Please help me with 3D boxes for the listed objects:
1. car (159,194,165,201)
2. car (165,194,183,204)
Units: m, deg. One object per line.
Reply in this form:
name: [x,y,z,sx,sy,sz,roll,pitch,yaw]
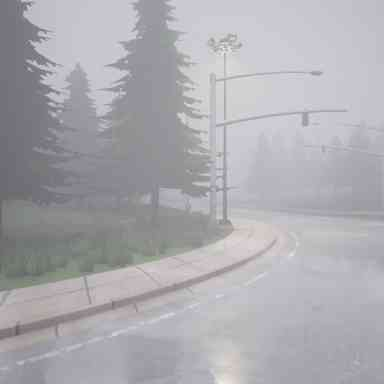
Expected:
car: [-7.009,1.186,75.146,2.150,2.045,5.566,0,0,-21]
car: [-3.147,1.547,65.400,2.033,1.411,5.357,0,0,-21]
